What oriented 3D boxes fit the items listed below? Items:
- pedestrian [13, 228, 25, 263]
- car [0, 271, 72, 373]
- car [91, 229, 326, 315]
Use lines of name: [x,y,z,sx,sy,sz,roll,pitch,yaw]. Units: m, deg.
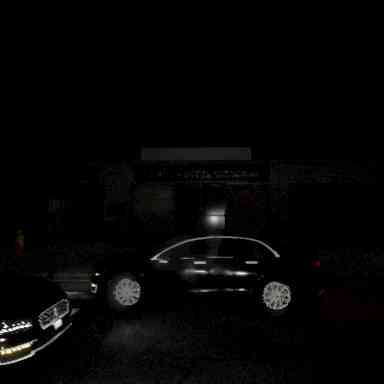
pedestrian: [-5.566,1.729,10.754,0.500,1.100,0.500,0,-1,6]
car: [-4.224,1.547,4.736,4.892,1.490,1.837,0,-2,6]
car: [0.294,1.590,7.250,4.892,1.490,1.837,0,-2,6]
